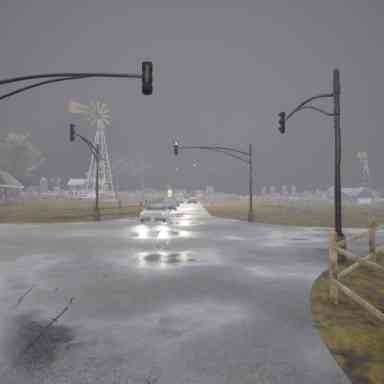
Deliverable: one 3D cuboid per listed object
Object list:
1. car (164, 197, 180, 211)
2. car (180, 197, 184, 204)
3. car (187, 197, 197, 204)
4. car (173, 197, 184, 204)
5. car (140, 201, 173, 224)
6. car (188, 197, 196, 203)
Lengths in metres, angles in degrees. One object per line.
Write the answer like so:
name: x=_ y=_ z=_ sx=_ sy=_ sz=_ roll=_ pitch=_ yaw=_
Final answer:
car: x=-2.868 y=1.611 z=42.335 sx=1.837 sy=1.490 sz=4.892 roll=0 pitch=-1 yaw=0
car: x=-2.860 y=1.709 z=53.817 sx=2.033 sy=1.411 sz=5.357 roll=0 pitch=0 yaw=0
car: x=0.062 y=1.782 z=69.141 sx=1.812 sy=1.442 sz=4.674 roll=0 pitch=0 yaw=0
car: x=-2.783 y=1.820 z=69.313 sx=1.994 sy=1.385 sz=4.181 roll=0 pitch=0 yaw=0
car: x=-2.761 y=1.632 z=25.376 sx=1.895 sy=1.301 sz=4.718 roll=0 pitch=0 yaw=0
car: x=-0.035 y=1.852 z=79.154 sx=1.812 sy=1.442 sz=4.674 roll=0 pitch=0 yaw=0
